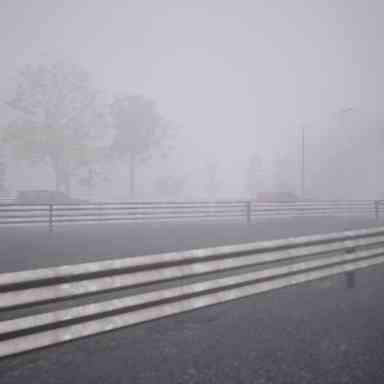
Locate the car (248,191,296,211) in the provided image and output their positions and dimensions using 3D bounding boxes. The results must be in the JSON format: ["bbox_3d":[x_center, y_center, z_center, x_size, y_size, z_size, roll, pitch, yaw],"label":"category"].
[{"bbox_3d":[8.168,0.930,29.726,5.566,2.045,2.150,0,0,-23],"label":"car"}]

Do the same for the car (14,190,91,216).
[{"bbox_3d":[-10.550,0.872,25.494,5.566,2.045,2.150,0,0,-24],"label":"car"}]

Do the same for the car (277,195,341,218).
[{"bbox_3d":[9.695,1.202,26.561,4.902,1.511,2.128,0,0,-23],"label":"car"}]

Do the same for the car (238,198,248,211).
[{"bbox_3d":[6.608,1.239,32.845,4.674,1.442,1.812,0,0,-23],"label":"car"}]
